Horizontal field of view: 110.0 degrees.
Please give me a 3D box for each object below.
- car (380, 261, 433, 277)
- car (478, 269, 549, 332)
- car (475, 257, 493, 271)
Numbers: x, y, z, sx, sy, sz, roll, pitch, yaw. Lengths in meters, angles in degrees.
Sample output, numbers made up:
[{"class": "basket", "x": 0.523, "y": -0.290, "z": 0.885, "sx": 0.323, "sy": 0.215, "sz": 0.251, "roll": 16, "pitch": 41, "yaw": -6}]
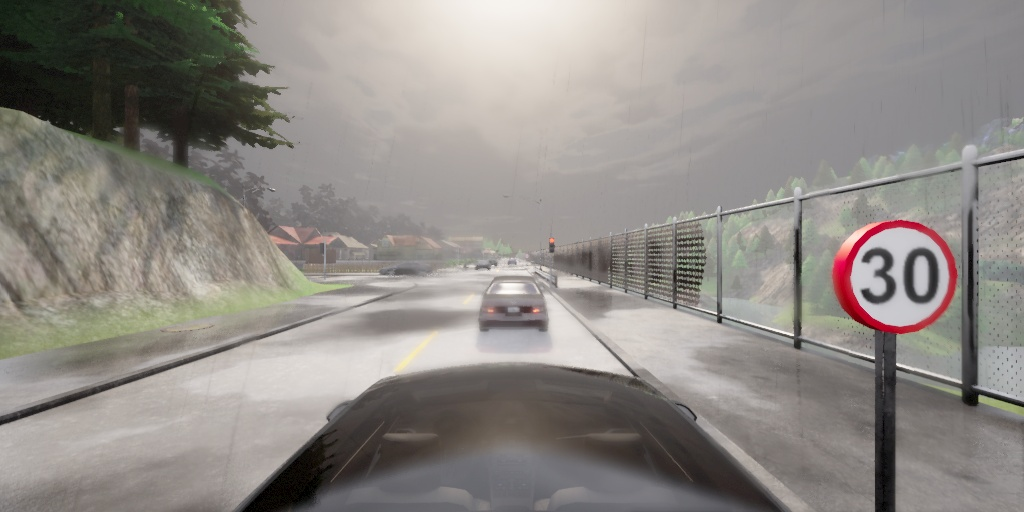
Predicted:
[{"class": "car", "x": -10.069, "y": 1.241, "z": 34.486, "sx": 4.902, "sy": 1.511, "sz": 2.128, "roll": 0, "pitch": 1, "yaw": -11}, {"class": "car", "x": 0.052, "y": 1.297, "z": 10.835, "sx": 2.033, "sy": 1.411, "sz": 5.357, "roll": 0, "pitch": 0, "yaw": 0}, {"class": "car", "x": -4.075, "y": 1.227, "z": 50.888, "sx": 1.882, "sy": 1.535, "sz": 5.008, "roll": 0, "pitch": 0, "yaw": 0}]
